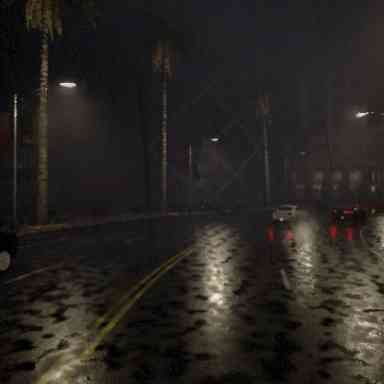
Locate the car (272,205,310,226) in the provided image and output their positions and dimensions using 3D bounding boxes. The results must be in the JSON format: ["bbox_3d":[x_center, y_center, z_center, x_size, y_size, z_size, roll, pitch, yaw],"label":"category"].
[{"bbox_3d":[7.499,1.695,25.192,1.812,1.442,4.674,0,0,33],"label":"car"}]

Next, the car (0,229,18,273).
[{"bbox_3d":[-6.458,1.531,8.188,1.882,1.535,5.008,0,0,6],"label":"car"}]

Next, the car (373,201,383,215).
[{"bbox_3d":[20.131,1.730,36.967,5.008,1.535,1.882,1,-1,-29],"label":"car"}]

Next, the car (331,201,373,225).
[{"bbox_3d":[12.345,1.668,26.000,2.128,1.511,4.902,0,-1,37],"label":"car"}]
